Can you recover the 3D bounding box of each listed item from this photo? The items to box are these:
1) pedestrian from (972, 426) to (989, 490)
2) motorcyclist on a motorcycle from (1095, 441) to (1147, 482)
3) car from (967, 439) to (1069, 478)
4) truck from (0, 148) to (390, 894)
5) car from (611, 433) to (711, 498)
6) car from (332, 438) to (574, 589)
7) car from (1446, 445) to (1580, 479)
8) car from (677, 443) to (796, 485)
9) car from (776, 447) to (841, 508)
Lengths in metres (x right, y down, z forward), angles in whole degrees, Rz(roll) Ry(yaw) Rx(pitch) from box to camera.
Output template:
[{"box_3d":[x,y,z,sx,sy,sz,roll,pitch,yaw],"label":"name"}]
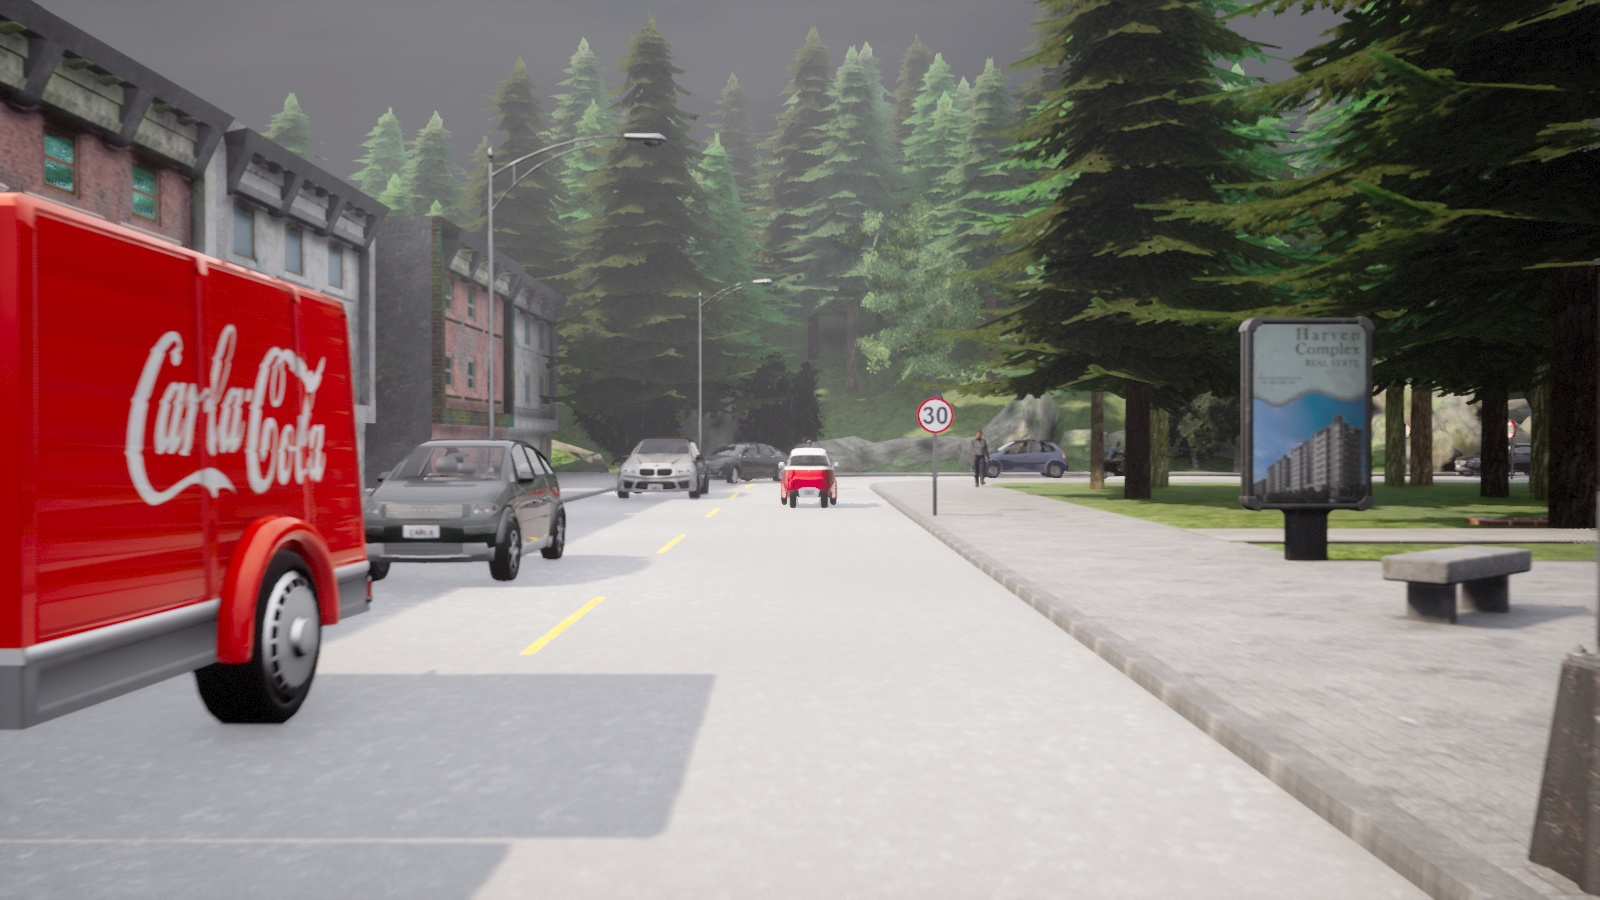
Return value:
[{"box_3d":[5.574,0.242,38.812,0.423,1.949,0.788,0,0,0],"label":"pedestrian"},{"box_3d":[12.610,0.432,49.380,1.817,1.590,0.866,0,0,-1],"label":"motorcyclist on a motorcycle"},{"box_3d":[9.231,0.351,53.399,3.988,1.617,1.851,0,0,-1],"label":"car"},{"box_3d":[-3.950,0.226,5.425,2.627,2.467,5.204,0,0,0],"label":"truck"},{"box_3d":[-3.779,0.391,34.975,2.242,1.667,4.611,0,0,0],"label":"car"},{"box_3d":[-3.891,0.639,14.736,1.789,1.549,3.705,0,0,0],"label":"car"},{"box_3d":[30.277,0.496,53.429,4.674,1.442,1.812,0,0,0],"label":"car"},{"box_3d":[-2.305,0.485,47.171,1.837,1.490,4.892,0,0,35],"label":"car"},{"box_3d":[0.205,0.632,30.027,1.481,1.376,2.207,0,1,0],"label":"car"}]
